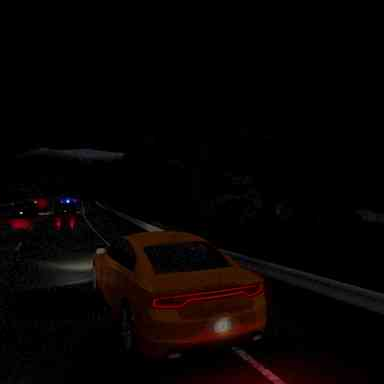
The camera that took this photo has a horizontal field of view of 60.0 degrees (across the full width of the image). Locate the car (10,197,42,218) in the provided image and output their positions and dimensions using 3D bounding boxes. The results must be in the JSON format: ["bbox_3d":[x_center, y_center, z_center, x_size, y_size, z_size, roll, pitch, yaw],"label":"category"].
[{"bbox_3d":[-15.108,1.505,30.147,1.837,1.490,4.892,0,0,-19],"label":"car"}]

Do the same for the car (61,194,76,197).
[{"bbox_3d":[-15.353,1.221,41.433,2.150,2.045,5.566,0,0,-18],"label":"car"}]

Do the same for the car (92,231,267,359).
[{"bbox_3d":[-0.658,1.478,6.299,1.882,1.535,5.008,0,0,-25],"label":"car"}]

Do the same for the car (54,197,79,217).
[{"bbox_3d":[-11.933,1.491,31.535,2.128,1.511,4.902,0,0,-19],"label":"car"}]

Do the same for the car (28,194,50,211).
[{"bbox_3d":[-18.519,1.221,40.041,2.150,2.045,5.566,0,0,-19],"label":"car"}]
